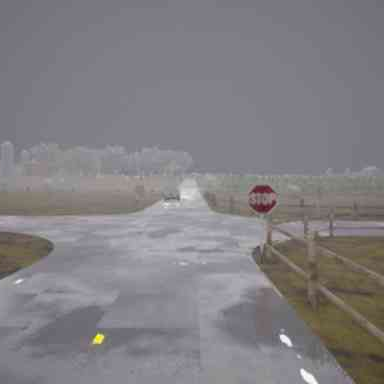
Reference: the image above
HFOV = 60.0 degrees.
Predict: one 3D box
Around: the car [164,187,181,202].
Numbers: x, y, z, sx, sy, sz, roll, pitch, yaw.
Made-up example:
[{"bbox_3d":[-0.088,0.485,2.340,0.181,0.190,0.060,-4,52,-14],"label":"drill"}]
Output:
[{"bbox_3d":[-2.752,0.294,47.000,2.150,2.045,5.566,0,2,0],"label":"car"}]
